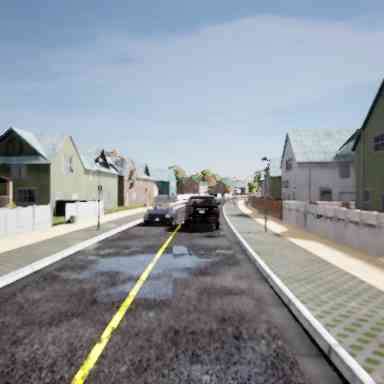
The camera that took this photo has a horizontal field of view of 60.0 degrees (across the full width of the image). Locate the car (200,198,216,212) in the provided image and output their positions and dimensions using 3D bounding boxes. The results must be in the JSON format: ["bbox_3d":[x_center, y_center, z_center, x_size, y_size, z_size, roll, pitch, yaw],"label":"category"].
[{"bbox_3d":[1.999,1.535,40.098,1.812,1.442,4.674,0,0,5],"label":"car"}]

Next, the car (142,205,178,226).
[{"bbox_3d":[-2.122,1.566,23.034,1.994,1.385,4.181,0,0,3],"label":"car"}]

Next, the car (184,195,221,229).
[{"bbox_3d":[0.690,1.226,21.583,2.150,2.045,5.566,0,0,3],"label":"car"}]
